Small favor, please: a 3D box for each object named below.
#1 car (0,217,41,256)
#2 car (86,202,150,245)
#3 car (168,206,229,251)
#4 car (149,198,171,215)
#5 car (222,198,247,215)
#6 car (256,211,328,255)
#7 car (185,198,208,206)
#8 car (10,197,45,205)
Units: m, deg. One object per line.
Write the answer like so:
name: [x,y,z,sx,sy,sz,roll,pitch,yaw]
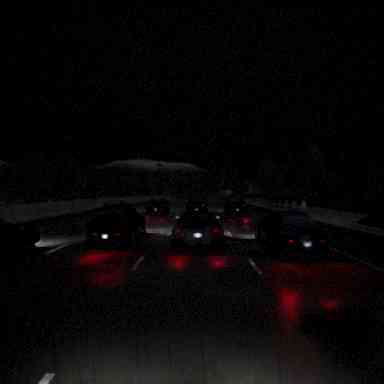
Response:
car: [-6.815,1.470,10.468,2.033,1.411,5.357,0,0,1]
car: [-3.255,1.403,14.963,1.837,1.490,4.892,0,0,1]
car: [0.229,1.476,13.712,1.994,1.385,4.181,0,0,1]
car: [-3.077,1.288,30.806,2.128,1.511,4.902,0,0,1]
car: [3.923,1.298,30.722,2.128,1.511,4.902,0,0,1]
car: [3.715,1.447,12.896,1.812,1.442,4.674,0,1,1]
car: [0.423,1.293,30.762,2.128,1.511,4.902,0,0,1]
car: [-17.207,1.308,35.817,1.994,1.385,4.181,0,0,1]
